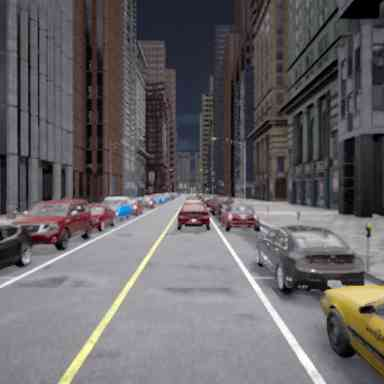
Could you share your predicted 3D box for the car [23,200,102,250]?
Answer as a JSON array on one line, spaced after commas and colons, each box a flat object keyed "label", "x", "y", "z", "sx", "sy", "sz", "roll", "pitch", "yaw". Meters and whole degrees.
[{"label": "car", "x": -5.763, "y": 1.282, "z": 14.261, "sx": 2.192, "sy": 1.841, "sz": 5.009, "roll": 0, "pitch": 0, "yaw": 0}]

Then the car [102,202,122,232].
[{"label": "car", "x": -5.761, "y": 1.499, "z": 19.899, "sx": 1.887, "sy": 1.381, "sz": 4.507, "roll": 0, "pitch": 0, "yaw": 0}]

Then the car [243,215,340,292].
[{"label": "car", "x": 2.762, "y": 1.531, "z": 8.635, "sx": 2.008, "sy": 1.369, "sz": 4.403, "roll": 0, "pitch": 0, "yaw": 0}]

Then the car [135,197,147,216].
[{"label": "car", "x": -5.760, "y": 1.370, "z": 31.172, "sx": 1.967, "sy": 1.590, "sz": 4.097, "roll": 0, "pitch": 0, "yaw": 0}]

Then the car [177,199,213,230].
[{"label": "car", "x": 0.104, "y": 1.430, "z": 20.897, "sx": 1.882, "sy": 1.535, "sz": 5.008, "roll": 0, "pitch": 0, "yaw": 0}]

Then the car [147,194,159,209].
[{"label": "car", "x": -5.759, "y": 1.345, "z": 42.446, "sx": 1.967, "sy": 1.590, "sz": 4.097, "roll": 0, "pitch": 0, "yaw": 0}]

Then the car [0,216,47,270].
[{"label": "car", "x": -5.763, "y": 1.546, "z": 8.625, "sx": 1.947, "sy": 1.339, "sz": 4.313, "roll": 0, "pitch": 0, "yaw": 0}]

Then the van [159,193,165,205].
[{"label": "van", "x": -5.757, "y": 1.221, "z": 53.718, "sx": 1.690, "sy": 1.788, "sz": 3.998, "roll": 0, "pitch": 0, "yaw": 0}]

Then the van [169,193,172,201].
[{"label": "van", "x": -5.755, "y": 1.188, "z": 70.628, "sx": 1.690, "sy": 1.788, "sz": 3.998, "roll": 0, "pitch": 0, "yaw": 0}]

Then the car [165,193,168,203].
[{"label": "car", "x": -5.756, "y": 1.394, "z": 59.186, "sx": 1.752, "sy": 1.417, "sz": 4.829, "roll": 0, "pitch": 0, "yaw": 0}]

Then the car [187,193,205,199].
[{"label": "car", "x": 0.106, "y": 1.265, "z": 38.759, "sx": 2.097, "sy": 1.767, "sz": 4.553, "roll": 0, "pitch": 0, "yaw": 0}]

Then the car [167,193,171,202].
[{"label": "car", "x": -5.755, "y": 1.408, "z": 64.991, "sx": 2.008, "sy": 1.369, "sz": 4.403, "roll": 0, "pitch": 0, "yaw": 0}]

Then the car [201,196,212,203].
[{"label": "car", "x": 2.770, "y": 1.423, "z": 64.997, "sx": 1.947, "sy": 1.339, "sz": 4.313, "roll": 0, "pitch": 0, "yaw": 0}]

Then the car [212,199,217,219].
[{"label": "car", "x": 2.764, "y": 1.508, "z": 25.544, "sx": 1.947, "sy": 1.339, "sz": 4.313, "roll": 0, "pitch": 0, "yaw": 0}]

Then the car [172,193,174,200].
[{"label": "car", "x": -5.754, "y": 1.277, "z": 76.264, "sx": 1.967, "sy": 1.590, "sz": 4.097, "roll": 0, "pitch": 0, "yaw": 0}]

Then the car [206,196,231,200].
[{"label": "car", "x": 2.764, "y": 1.245, "z": 31.180, "sx": 2.192, "sy": 1.841, "sz": 5.009, "roll": 0, "pitch": 0, "yaw": 0}]

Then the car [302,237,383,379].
[{"label": "car", "x": 2.761, "y": 1.518, "z": 3.169, "sx": 1.752, "sy": 1.417, "sz": 4.829, "roll": 0, "pitch": 0, "yaw": 0}]

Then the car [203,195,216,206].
[{"label": "car", "x": 2.768, "y": 1.320, "z": 53.724, "sx": 1.967, "sy": 1.590, "sz": 4.097, "roll": 0, "pitch": 0, "yaw": 0}]

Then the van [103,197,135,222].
[{"label": "van", "x": -5.761, "y": 1.283, "z": 25.535, "sx": 1.690, "sy": 1.788, "sz": 3.998, "roll": 0, "pitch": 0, "yaw": 0}]

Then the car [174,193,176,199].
[{"label": "car", "x": -5.754, "y": 1.142, "z": 81.901, "sx": 2.192, "sy": 1.841, "sz": 5.009, "roll": 0, "pitch": 0, "yaw": 0}]

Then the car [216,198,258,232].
[{"label": "car", "x": 2.763, "y": 1.395, "z": 19.907, "sx": 1.967, "sy": 1.590, "sz": 4.097, "roll": 0, "pitch": 0, "yaw": 0}]

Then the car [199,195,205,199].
[{"label": "car", "x": 2.774, "y": 1.389, "z": 93.179, "sx": 1.802, "sy": 1.307, "sz": 4.206, "roll": 0, "pitch": 0, "yaw": 0}]
